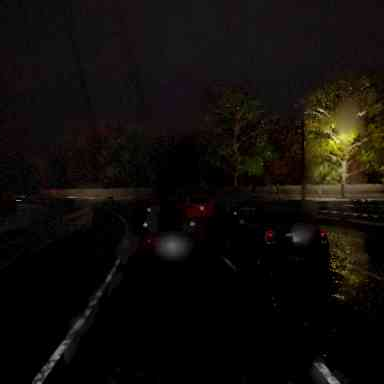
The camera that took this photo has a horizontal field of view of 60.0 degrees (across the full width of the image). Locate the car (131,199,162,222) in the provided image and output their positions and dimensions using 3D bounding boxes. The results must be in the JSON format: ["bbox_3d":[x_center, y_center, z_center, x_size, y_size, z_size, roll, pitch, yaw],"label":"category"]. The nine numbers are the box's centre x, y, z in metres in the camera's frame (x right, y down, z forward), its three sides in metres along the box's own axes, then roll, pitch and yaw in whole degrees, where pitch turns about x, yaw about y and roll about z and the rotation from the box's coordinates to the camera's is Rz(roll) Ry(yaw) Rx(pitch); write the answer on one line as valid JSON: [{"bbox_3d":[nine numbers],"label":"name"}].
[{"bbox_3d":[-3.671,1.366,26.421,2.097,1.767,4.553,0,0,-15],"label":"car"}]

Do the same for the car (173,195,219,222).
[{"bbox_3d":[0.031,1.221,26.252,2.150,2.045,5.566,0,0,-15],"label":"car"}]

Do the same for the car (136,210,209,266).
[{"bbox_3d":[-0.787,1.566,11.740,1.994,1.385,4.181,0,0,-6],"label":"car"}]

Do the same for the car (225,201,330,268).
[{"bbox_3d":[2.755,1.338,11.433,2.097,1.767,4.553,0,0,-6],"label":"car"}]

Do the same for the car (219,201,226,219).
[{"bbox_3d":[2.890,1.510,28.972,1.812,1.442,4.674,0,0,-15],"label":"car"}]

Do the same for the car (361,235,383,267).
[{"bbox_3d":[6.608,1.517,8.372,2.033,1.411,5.357,0,0,-5],"label":"car"}]
